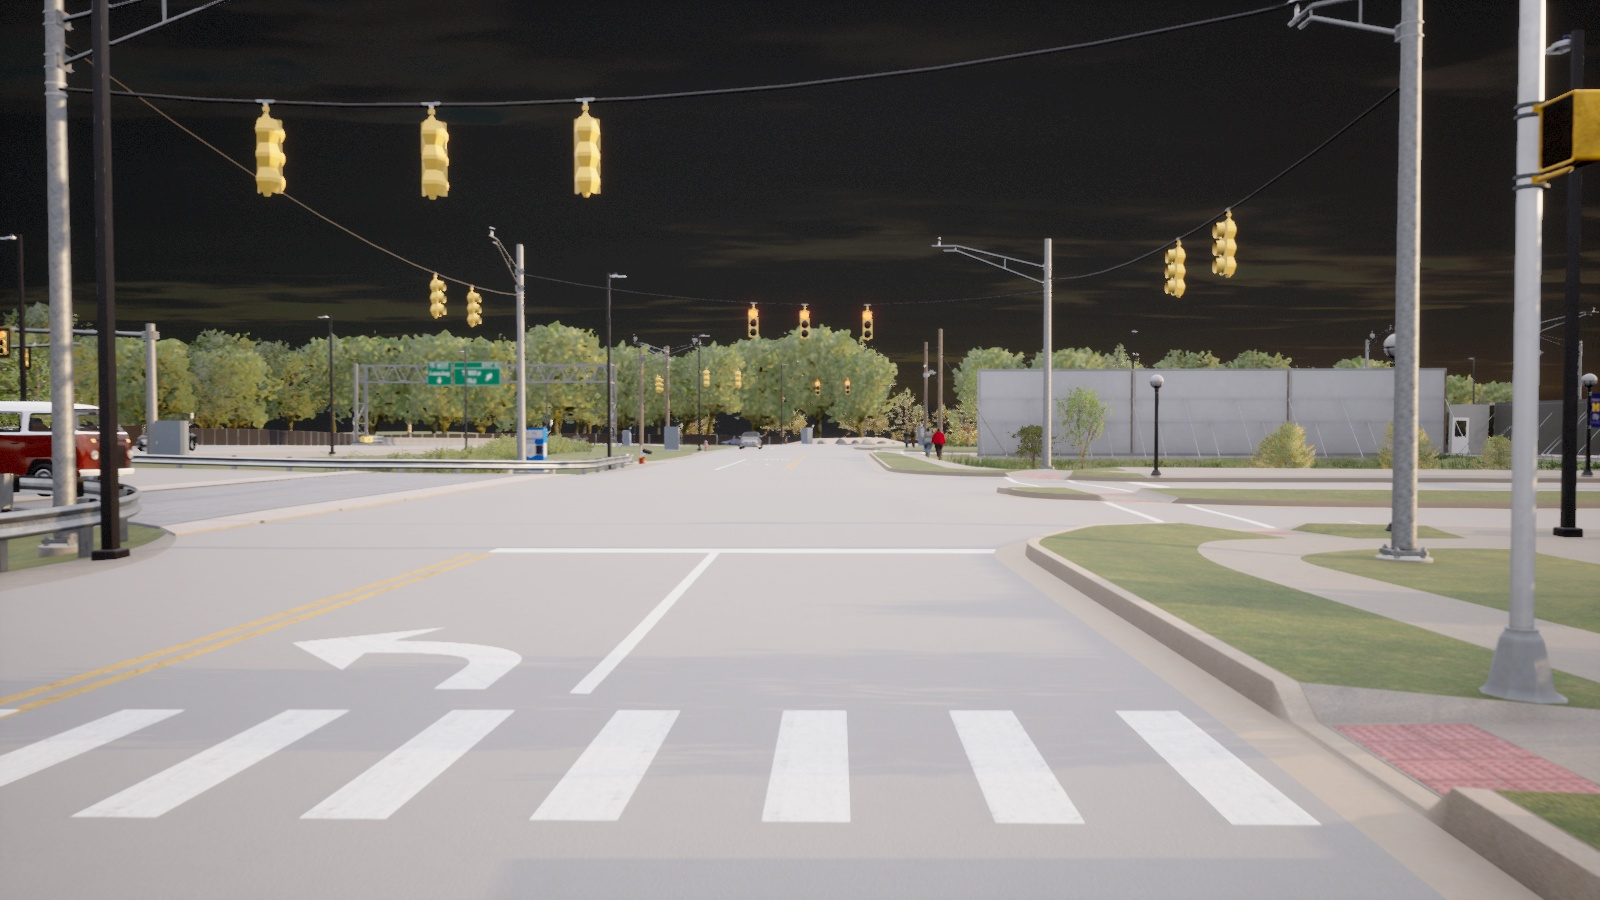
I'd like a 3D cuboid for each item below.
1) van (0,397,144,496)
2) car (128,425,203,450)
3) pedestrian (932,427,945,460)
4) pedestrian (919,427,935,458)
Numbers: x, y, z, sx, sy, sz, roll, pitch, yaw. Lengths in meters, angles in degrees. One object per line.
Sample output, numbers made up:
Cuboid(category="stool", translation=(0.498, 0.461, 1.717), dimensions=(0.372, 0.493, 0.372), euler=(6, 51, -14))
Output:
Cuboid(category="van", translation=(-16.955, -0.077, 27.167), dimensions=(4.480, 2.038, 2.069), euler=(0, 0, 5))
Cuboid(category="car", translation=(-39.773, -0.767, 78.832), dimensions=(2.128, 1.511, 4.902), euler=(0, 0, 1))
Cuboid(category="pedestrian", translation=(7.708, -0.376, 69.822), dimensions=(0.634, 1.844, 0.899), euler=(0, 2, 2))
Cuboid(category="pedestrian", translation=(7.617, -0.465, 75.241), dimensions=(0.874, 1.855, 0.900), euler=(0, 2, 1))
